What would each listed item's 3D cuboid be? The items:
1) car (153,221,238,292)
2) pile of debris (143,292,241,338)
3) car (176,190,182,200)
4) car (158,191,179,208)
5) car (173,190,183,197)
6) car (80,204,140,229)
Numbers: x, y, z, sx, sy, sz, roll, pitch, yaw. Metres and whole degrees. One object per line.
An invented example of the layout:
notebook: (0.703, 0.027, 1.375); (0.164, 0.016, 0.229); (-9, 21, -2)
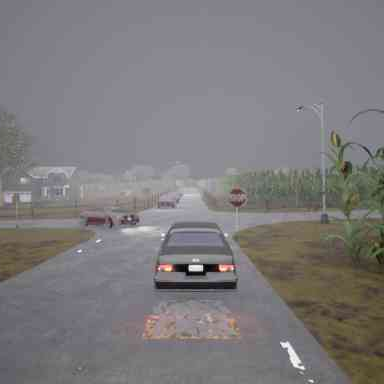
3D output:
car: (0.076, 1.510, 8.985); (2.033, 1.411, 5.357); (0, 0, 0)
pile of debris: (-0.004, 2.158, 5.998); (1.500, 0.140, 1.860); (0, 0, 0)
car: (-2.849, 0.840, 48.698); (1.882, 1.535, 5.008); (0, 2, 0)
car: (-2.892, 1.050, 39.285); (1.882, 1.535, 5.008); (0, 1, 1)
car: (-2.791, 0.309, 68.354); (1.994, 1.385, 4.181); (0, 2, 0)
car: (-5.175, 1.461, 20.821); (4.181, 1.385, 1.994); (-2, 0, 40)
